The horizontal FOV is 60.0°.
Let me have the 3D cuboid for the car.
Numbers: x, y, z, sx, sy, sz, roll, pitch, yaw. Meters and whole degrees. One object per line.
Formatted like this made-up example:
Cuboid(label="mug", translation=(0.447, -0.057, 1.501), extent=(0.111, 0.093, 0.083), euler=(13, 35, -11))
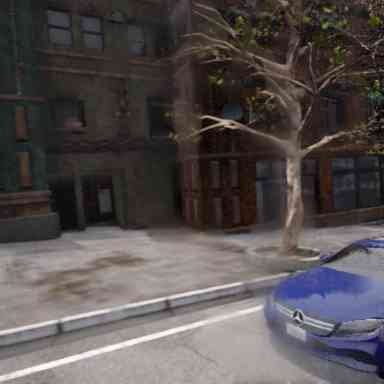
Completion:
Cuboid(label="car", translation=(3.294, 1.513, 5.436), extent=(4.674, 1.442, 1.812), euler=(0, 0, -32))
